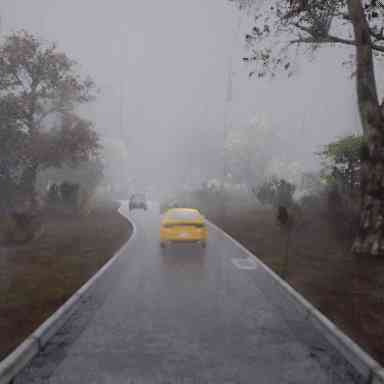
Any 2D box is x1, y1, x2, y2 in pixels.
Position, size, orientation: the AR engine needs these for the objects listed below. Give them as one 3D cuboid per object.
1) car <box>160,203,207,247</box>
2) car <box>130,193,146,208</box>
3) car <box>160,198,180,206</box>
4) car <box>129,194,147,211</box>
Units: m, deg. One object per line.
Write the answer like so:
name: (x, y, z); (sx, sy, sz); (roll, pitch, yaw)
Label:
car: (-0.424, 1.484, 15.159); (1.882, 1.535, 5.008); (0, 0, -3)
car: (-7.966, 1.244, 48.697); (2.150, 2.045, 5.566); (0, 0, -11)
car: (-2.340, 1.368, 35.275); (2.097, 1.767, 4.553); (0, 0, -7)
car: (-6.614, 1.371, 40.786); (2.097, 1.767, 4.553); (0, 0, -10)
